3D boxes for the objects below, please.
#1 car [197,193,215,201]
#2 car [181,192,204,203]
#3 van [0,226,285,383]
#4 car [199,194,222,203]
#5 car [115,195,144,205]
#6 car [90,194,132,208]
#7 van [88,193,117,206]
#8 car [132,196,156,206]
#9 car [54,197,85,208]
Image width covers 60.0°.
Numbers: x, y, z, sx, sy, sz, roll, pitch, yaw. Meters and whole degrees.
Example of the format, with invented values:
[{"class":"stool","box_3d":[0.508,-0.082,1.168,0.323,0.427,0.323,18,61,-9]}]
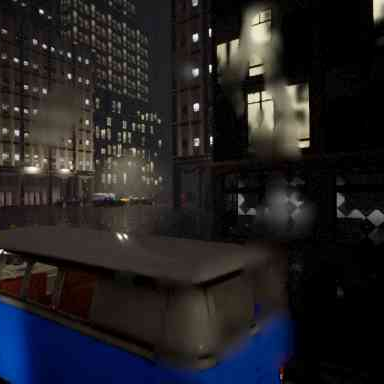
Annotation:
[{"class":"car","box_3d":[3.137,1.016,73.233,1.967,1.590,4.097,0,0,36]},{"class":"car","box_3d":[-0.074,0.908,54.656,2.192,1.841,5.009,0,0,36]},{"class":"van","box_3d":[-1.020,1.342,3.616,3.998,1.788,1.690,0,-1,35]},{"class":"car","box_3d":[3.258,1.100,59.207,2.008,1.369,4.403,0,0,36]},{"class":"car","box_3d":[-10.286,1.278,54.888,1.752,1.417,4.829,0,0,36]},{"class":"car","box_3d":[-10.060,1.267,41.007,1.887,1.381,4.507,0,0,36]},{"class":"van","box_3d":[-13.517,1.135,50.473,1.690,1.788,3.998,0,0,36]},{"class":"car","box_3d":[-6.731,1.230,45.557,2.008,1.369,4.403,0,0,36]},{"class":"car","box_3d":[-16.846,1.403,45.922,1.947,1.339,4.313,0,0,36]}]
